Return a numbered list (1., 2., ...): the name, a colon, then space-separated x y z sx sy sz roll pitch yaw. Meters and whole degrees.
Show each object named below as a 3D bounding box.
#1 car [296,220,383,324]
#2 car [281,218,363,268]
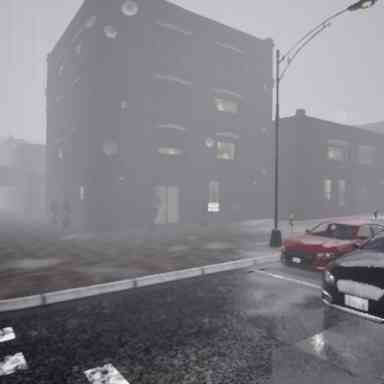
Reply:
1. car: 4.563 1.449 6.626 4.902 1.511 2.128 0 0 -35
2. car: 4.530 1.492 9.863 4.507 1.381 1.887 0 1 -35
